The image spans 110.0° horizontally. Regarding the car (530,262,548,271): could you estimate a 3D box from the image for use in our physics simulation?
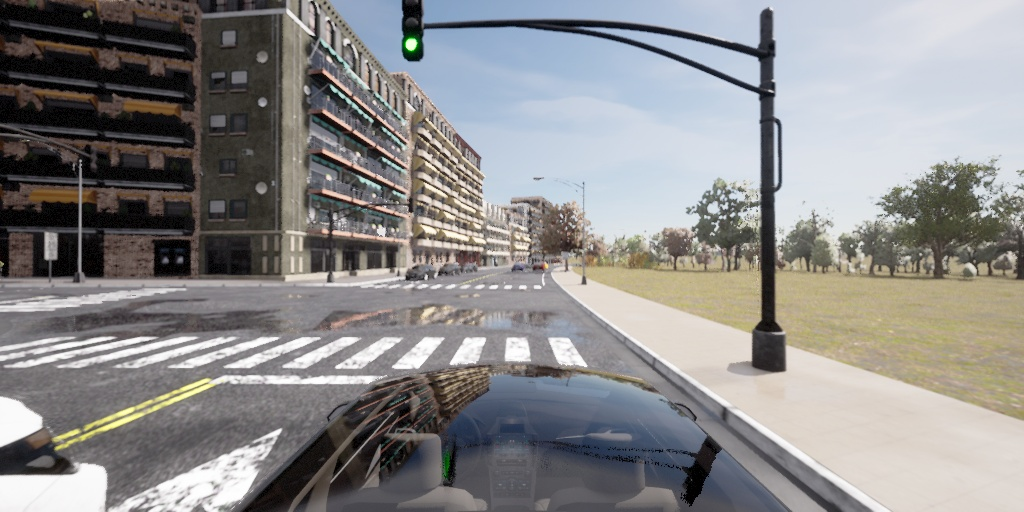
[{"bbox_3d":[4.790,1.873,63.293,1.882,1.535,5.008,0,-1,8],"label":"car"}]

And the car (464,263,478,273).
[{"bbox_3d":[-6.472,1.770,54.367,2.128,1.511,4.902,0,-1,7],"label":"car"}]

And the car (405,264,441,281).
[{"bbox_3d":[-8.544,1.553,33.947,1.837,1.490,4.892,0,-1,5],"label":"car"}]

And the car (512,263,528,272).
[{"bbox_3d":[1.139,1.888,60.829,1.812,1.442,4.674,0,-2,8],"label":"car"}]

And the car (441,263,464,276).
[{"bbox_3d":[-7.645,1.665,44.045,1.837,1.490,4.892,0,-1,6],"label":"car"}]
